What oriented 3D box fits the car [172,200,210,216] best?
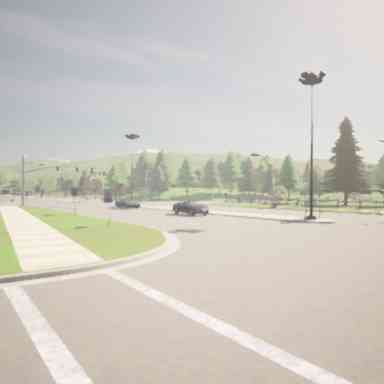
[{"bbox_3d":[-0.161,1.623,34.190,2.128,1.511,4.902,0,0,-35],"label":"car"}]

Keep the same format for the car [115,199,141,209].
[{"bbox_3d":[-9.107,1.681,47.152,2.033,1.411,5.357,0,0,-35],"label":"car"}]
